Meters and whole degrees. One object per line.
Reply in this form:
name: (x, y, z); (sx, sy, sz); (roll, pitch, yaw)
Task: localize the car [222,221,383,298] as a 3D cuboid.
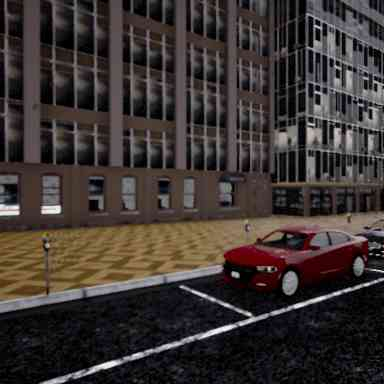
car: (2.781, 1.561, 8.549); (4.507, 1.381, 1.887); (0, 0, -36)

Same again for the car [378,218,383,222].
car: (7.415, 1.580, 11.854); (4.403, 1.369, 2.008); (0, 0, -36)
